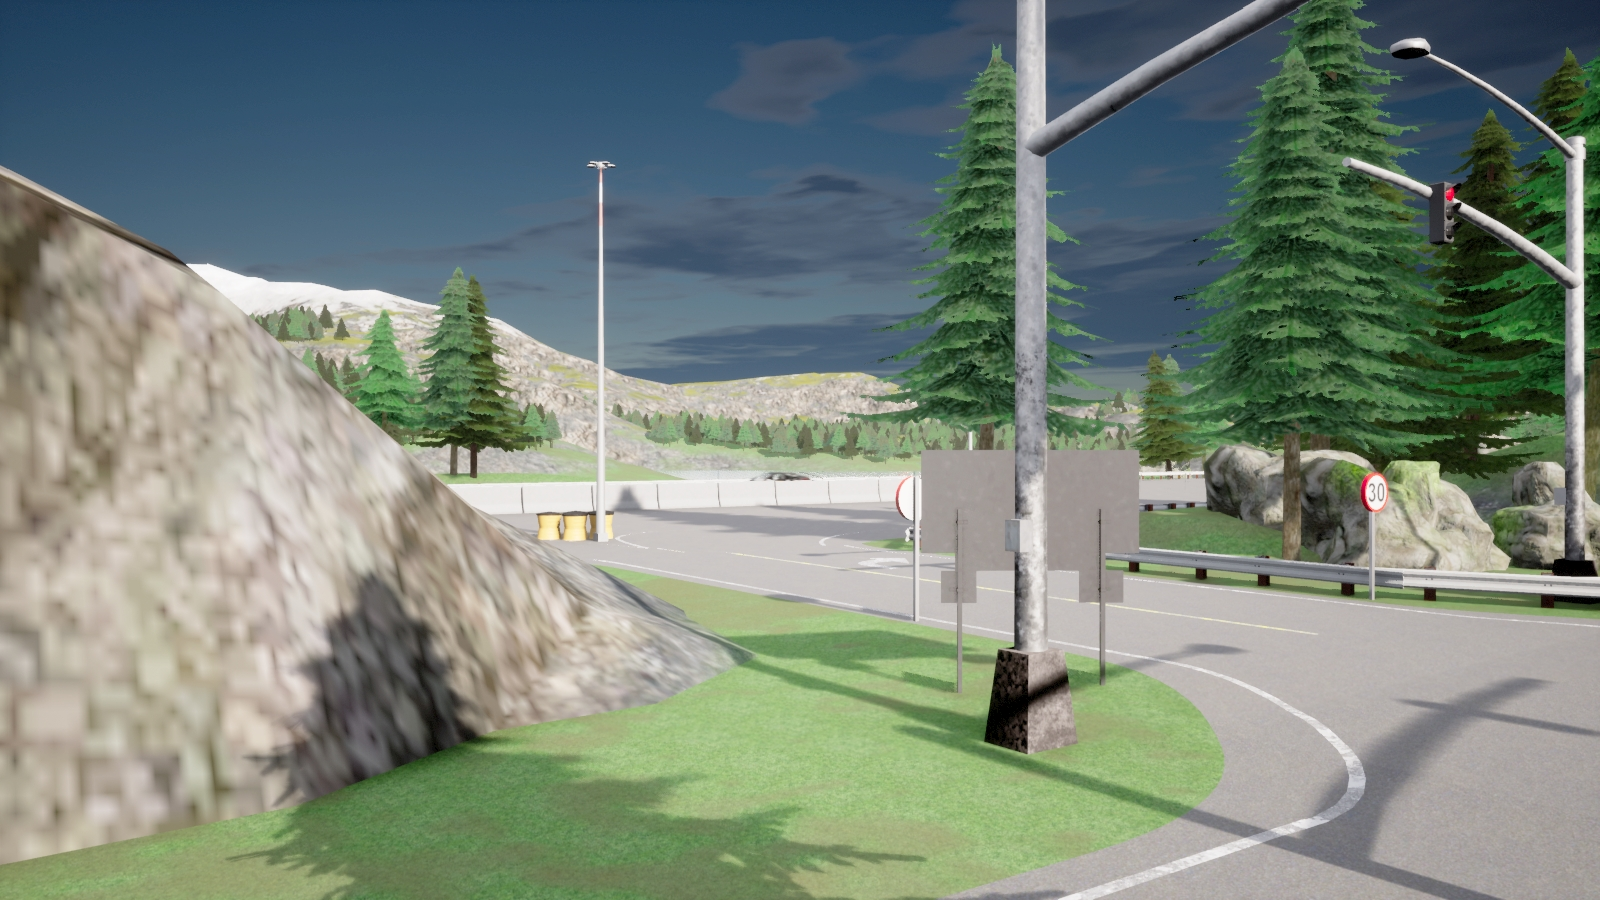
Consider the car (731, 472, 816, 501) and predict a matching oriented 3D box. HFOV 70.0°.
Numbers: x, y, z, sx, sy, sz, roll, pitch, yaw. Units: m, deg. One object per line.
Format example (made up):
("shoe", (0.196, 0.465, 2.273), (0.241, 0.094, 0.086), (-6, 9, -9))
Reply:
("car", (-1.498, 2.038, 65.229), (4.514, 1.525, 2.007), (0, 0, -35))
